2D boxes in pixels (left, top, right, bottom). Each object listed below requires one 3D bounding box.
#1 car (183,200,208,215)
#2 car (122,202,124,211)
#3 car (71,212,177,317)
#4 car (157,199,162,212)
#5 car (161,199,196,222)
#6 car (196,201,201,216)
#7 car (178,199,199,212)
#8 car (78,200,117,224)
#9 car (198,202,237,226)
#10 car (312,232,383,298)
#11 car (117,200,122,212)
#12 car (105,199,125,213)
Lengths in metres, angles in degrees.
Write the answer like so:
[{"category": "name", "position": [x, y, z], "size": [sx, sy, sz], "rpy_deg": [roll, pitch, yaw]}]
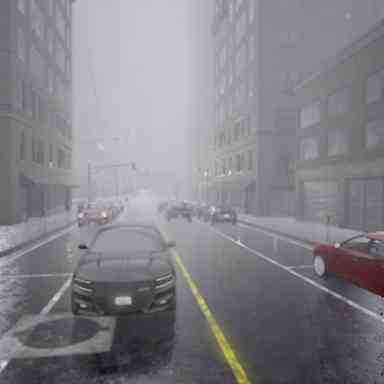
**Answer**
[{"category": "car", "position": [0.329, 1.568, 34.707], "size": [1.887, 1.381, 4.507], "rpy_deg": [-1, 0, -8]}, {"category": "car", "position": [-8.102, 1.563, 33.450], "size": [2.008, 1.369, 4.403], "rpy_deg": [-1, 0, -8]}, {"category": "car", "position": [-1.480, 1.479, 7.831], "size": [1.882, 1.535, 5.008], "rpy_deg": [0, 0, -9]}, {"category": "car", "position": [-2.871, 1.500, 37.764], "size": [1.882, 1.535, 5.008], "rpy_deg": [0, 0, -8]}, {"category": "car", "position": [-1.182, 1.521, 26.612], "size": [1.837, 1.490, 4.892], "rpy_deg": [0, 0, -8]}, {"category": "car", "position": [1.141, 1.564, 29.262], "size": [1.887, 1.381, 4.507], "rpy_deg": [-1, 0, -8]}, {"category": "car", "position": [-0.483, 1.572, 40.153], "size": [1.887, 1.381, 4.507], "rpy_deg": [-1, 0, -8]}, {"category": "car", "position": [-6.480, 1.445, 22.560], "size": [1.967, 1.590, 4.097], "rpy_deg": [-1, 0, -8]}, {"category": "car", "position": [1.953, 1.582, 23.818], "size": [1.947, 1.339, 4.313], "rpy_deg": [-1, 0, -8]}, {"category": "car", "position": [4.389, 1.554, 7.483], "size": [1.887, 1.381, 4.507], "rpy_deg": [-1, 0, -8]}, {"category": "car", "position": [-7.290, 1.575, 28.005], "size": [1.947, 1.339, 4.313], "rpy_deg": [-1, 0, -8]}, {"category": "car", "position": [-8.914, 1.561, 38.895], "size": [1.887, 1.381, 4.507], "rpy_deg": [-1, 0, -8]}]
